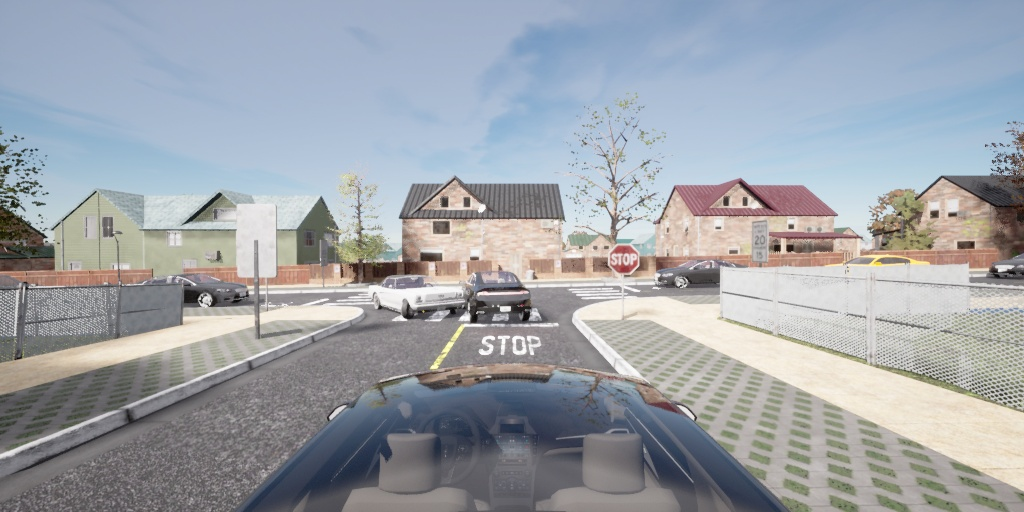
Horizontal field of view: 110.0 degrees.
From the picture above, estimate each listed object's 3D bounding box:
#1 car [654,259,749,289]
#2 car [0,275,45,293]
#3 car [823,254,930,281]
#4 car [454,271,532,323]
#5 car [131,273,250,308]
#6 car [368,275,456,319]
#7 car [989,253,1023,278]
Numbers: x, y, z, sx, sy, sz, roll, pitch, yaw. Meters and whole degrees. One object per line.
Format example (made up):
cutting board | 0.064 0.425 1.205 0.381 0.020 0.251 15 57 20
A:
car | 10.331 0.926 19.612 4.902 1.511 2.128 -1 1 0
car | -24.239 1.648 16.519 4.553 1.767 2.097 -1 1 0
car | 19.761 0.691 19.648 5.008 1.535 1.882 -1 1 -1
car | -0.685 1.243 12.204 2.128 1.511 4.902 0 0 -12
car | -14.902 1.567 16.559 4.902 1.511 2.128 -1 1 0
car | -3.602 1.368 13.064 1.895 1.301 4.718 0 0 -38
car | 29.386 0.479 19.684 4.902 1.511 2.128 -1 1 0
